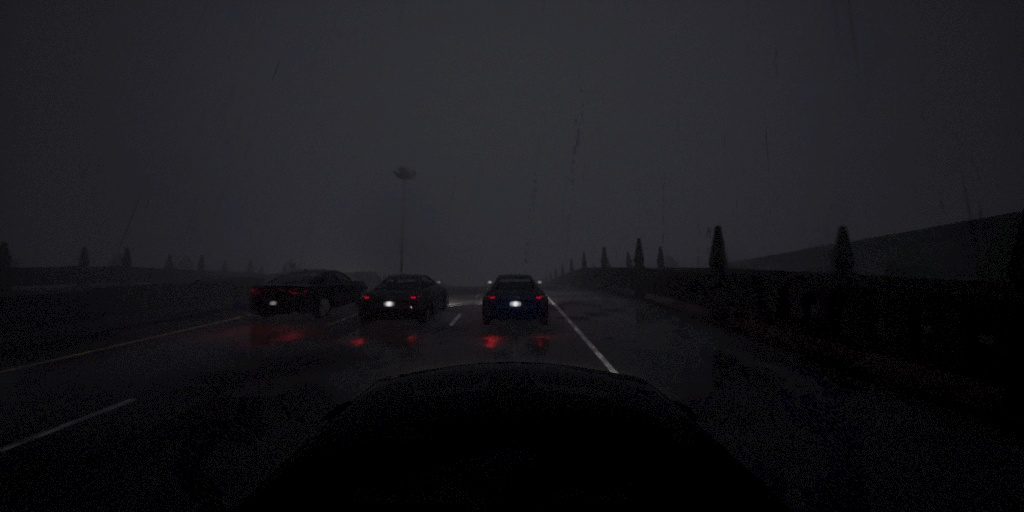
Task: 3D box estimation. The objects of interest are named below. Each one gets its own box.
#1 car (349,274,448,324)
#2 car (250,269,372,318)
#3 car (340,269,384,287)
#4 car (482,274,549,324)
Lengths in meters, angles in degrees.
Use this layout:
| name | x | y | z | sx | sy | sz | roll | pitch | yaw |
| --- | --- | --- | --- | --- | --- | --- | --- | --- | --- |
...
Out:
| name | x | y | z | sx | sy | sz | roll | pitch | yaw |
| --- | --- | --- | --- | --- | --- | --- | --- | --- | --- |
| car | -3.403 | 1.293 | 11.929 | 1.994 | 1.385 | 4.181 | 0 | 0 | 0 |
| car | -6.904 | 1.207 | 12.836 | 1.882 | 1.535 | 5.008 | 0 | 0 | 0 |
| car | -14.098 | 2.153 | 34.123 | 2.128 | 1.511 | 4.902 | 0 | -5 | 0 |
| car | 0.097 | 1.293 | 11.924 | 1.994 | 1.385 | 4.181 | 0 | 0 | 0 |
